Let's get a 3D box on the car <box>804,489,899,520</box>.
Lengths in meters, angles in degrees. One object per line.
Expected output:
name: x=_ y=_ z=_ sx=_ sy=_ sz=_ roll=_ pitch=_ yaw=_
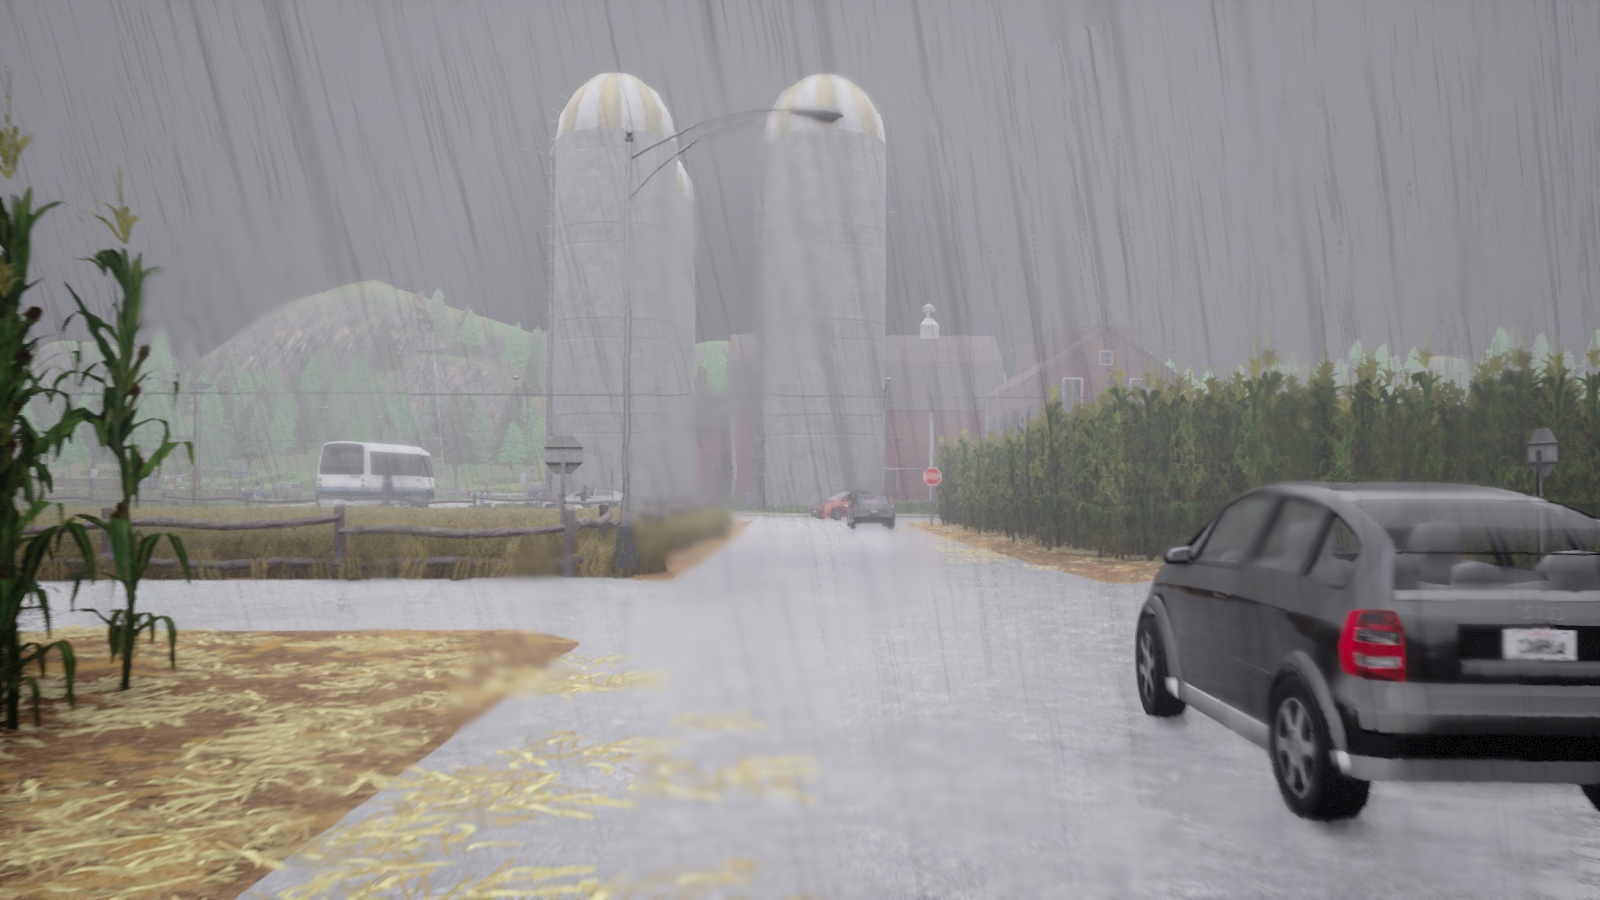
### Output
car: x=2.693 y=2.836 z=65.549 sx=4.514 sy=1.525 sz=2.007 roll=1 pitch=-2 yaw=-29

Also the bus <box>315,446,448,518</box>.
bus: x=-26.242 y=2.034 z=79.440 sx=3.944 sy=4.253 sz=10.273 roll=0 pitch=-2 yaw=7

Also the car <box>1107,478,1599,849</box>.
car: x=3.095 y=0.940 z=7.138 sx=1.789 sy=1.549 sz=3.705 roll=0 pitch=-1 yaw=0

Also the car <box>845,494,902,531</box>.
car: x=2.977 y=2.545 z=52.137 sx=2.033 sy=1.411 sz=5.357 roll=0 pitch=-2 yaw=0

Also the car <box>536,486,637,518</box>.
car: x=-11.461 y=2.787 z=67.640 sx=5.027 sy=1.651 sz=2.152 roll=0 pitch=-2 yaw=1
